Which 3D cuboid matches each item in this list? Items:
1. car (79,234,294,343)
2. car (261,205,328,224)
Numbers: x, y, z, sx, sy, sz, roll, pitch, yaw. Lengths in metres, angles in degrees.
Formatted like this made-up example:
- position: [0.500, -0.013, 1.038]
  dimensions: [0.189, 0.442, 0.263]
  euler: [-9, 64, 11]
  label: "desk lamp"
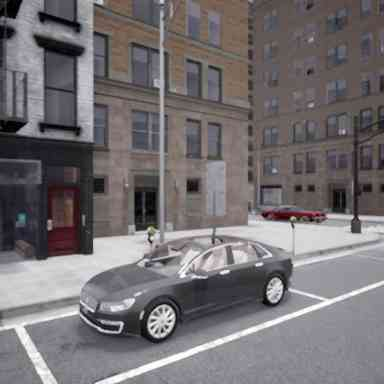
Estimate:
- position: [0.128, 1.549, 6.352]
  dimensions: [4.403, 1.369, 2.008]
  euler: [0, 0, -37]
  label: "car"
- position: [7.573, 1.668, 24.861]
  dimensions: [1.895, 1.301, 4.718]
  euler: [0, 0, -38]
  label: "car"
